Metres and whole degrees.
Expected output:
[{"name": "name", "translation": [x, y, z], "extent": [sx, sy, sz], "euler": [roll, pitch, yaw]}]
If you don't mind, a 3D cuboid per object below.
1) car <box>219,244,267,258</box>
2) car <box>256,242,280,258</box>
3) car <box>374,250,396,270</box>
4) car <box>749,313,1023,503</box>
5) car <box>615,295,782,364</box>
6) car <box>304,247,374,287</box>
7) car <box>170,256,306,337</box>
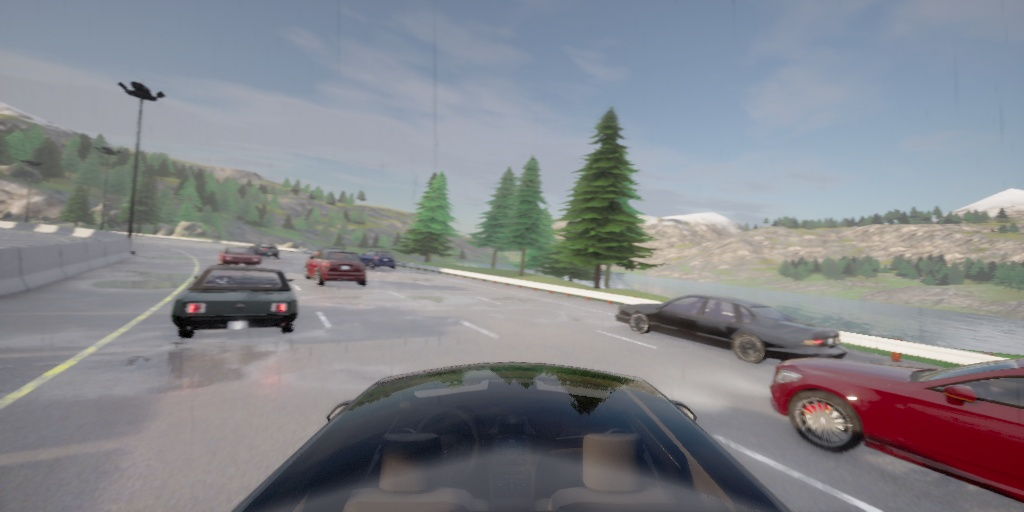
[{"name": "car", "translation": [-16.575, 0.099, 21.795], "extent": [1.895, 1.301, 4.718], "euler": [5, 0, -41]}, {"name": "car", "translation": [-23.963, -0.549, 34.573], "extent": [4.902, 1.511, 2.128], "euler": [4, -1, 43]}, {"name": "car", "translation": [-12.504, 0.232, 33.004], "extent": [2.097, 1.767, 4.553], "euler": [5, 0, -43]}, {"name": "car", "translation": [5.264, 1.707, 3.383], "extent": [1.812, 1.442, 4.674], "euler": [5, 0, -31]}, {"name": "car", "translation": [5.449, 1.775, 9.782], "extent": [2.033, 1.411, 5.357], "euler": [5, 0, -33]}, {"name": "car", "translation": [-8.875, 0.455, 17.941], "extent": [2.097, 1.767, 4.553], "euler": [5, 0, -38]}, {"name": "car", "translation": [-6.199, 0.877, 8.344], "extent": [1.895, 1.301, 4.718], "euler": [5, 0, -35]}]
